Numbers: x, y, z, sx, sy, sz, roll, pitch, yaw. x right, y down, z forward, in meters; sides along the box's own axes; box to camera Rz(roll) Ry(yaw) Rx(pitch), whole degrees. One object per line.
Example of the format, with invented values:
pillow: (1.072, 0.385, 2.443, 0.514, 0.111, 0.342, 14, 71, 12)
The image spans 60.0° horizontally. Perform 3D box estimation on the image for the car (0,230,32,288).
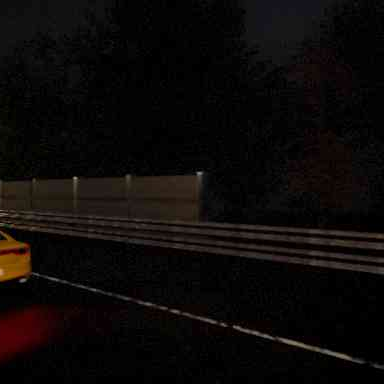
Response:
car: (-5.914, 1.468, 8.086, 5.008, 1.535, 1.882, 0, 0, 35)
